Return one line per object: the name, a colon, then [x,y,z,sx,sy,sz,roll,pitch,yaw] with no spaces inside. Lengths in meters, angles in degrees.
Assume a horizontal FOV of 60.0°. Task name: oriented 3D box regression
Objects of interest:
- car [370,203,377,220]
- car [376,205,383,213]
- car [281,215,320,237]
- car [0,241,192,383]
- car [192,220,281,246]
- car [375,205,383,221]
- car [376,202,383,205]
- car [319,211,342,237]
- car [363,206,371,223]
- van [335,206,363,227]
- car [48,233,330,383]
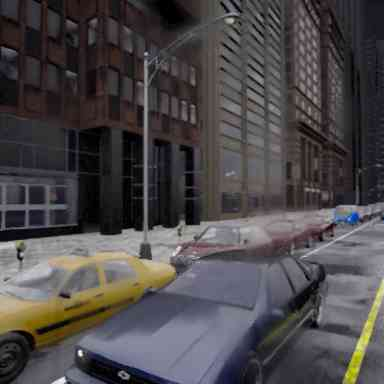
car: [19.800,2.400,38.421,1.967,1.590,4.097,-1,-2,34]
car: [35.394,3.104,61.676,1.802,1.307,4.206,-1,-2,34]
car: [4.205,1.943,15.159,1.887,1.381,4.507,-1,-2,34]
car: [-2.127,1.697,5.714,1.752,1.417,4.829,-1,-2,34]
car: [1.086,1.727,10.510,1.967,1.590,4.097,-1,-2,34]
car: [21.754,2.443,36.378,2.033,1.411,5.357,-1,-2,34]
car: [26.037,2.624,47.725,1.967,1.590,4.097,-1,-2,34]
car: [7.324,2.056,19.811,1.887,1.381,4.507,-1,-2,34]
car: [16.681,2.429,33.765,1.802,1.307,4.206,-1,-2,34]
van: [13.562,2.076,29.120,1.690,1.788,3.998,-1,-2,34]
car: [0.789,1.694,5.289,2.033,1.411,5.357,-1,-2,34]
